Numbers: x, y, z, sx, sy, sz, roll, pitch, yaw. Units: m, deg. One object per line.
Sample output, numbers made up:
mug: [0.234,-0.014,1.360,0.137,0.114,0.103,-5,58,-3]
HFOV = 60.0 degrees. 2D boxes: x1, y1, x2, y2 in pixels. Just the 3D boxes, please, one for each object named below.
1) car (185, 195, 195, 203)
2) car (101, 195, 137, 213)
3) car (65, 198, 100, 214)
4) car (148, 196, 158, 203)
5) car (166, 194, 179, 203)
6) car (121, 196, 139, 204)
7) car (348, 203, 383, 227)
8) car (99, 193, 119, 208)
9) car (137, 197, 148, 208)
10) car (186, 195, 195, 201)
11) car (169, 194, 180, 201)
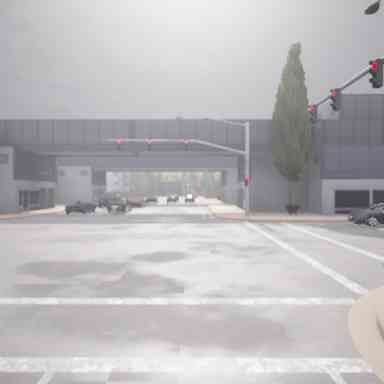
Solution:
car: [-0.458,1.423,66.466,1.994,1.385,4.181,0,0,0]
car: [-7.739,1.415,35.882,2.128,1.511,4.902,0,0,2]
car: [-11.266,1.529,33.923,1.895,1.301,4.718,0,0,0]
car: [-7.522,1.468,62.790,1.895,1.301,4.718,0,0,1]
car: [-3.966,1.409,65.159,2.033,1.411,5.357,0,0,0]
car: [-11.064,1.421,59.748,2.033,1.411,5.357,0,0,1]
car: [12.732,1.459,21.599,4.892,1.490,1.837,0,0,0]
car: [-11.181,1.126,45.305,2.150,2.045,5.566,0,0,0]
car: [-7.682,1.381,45.791,1.882,1.535,5.008,0,0,1]
car: [-0.404,1.305,74.751,1.994,1.385,4.181,0,0,0]
car: [-3.903,1.286,74.846,2.128,1.511,4.902,0,0,0]
